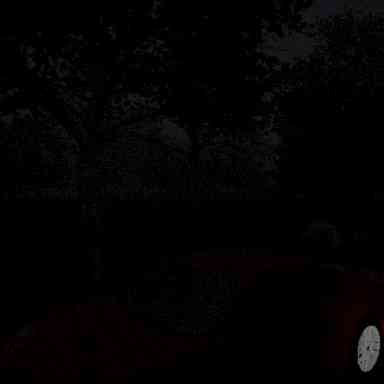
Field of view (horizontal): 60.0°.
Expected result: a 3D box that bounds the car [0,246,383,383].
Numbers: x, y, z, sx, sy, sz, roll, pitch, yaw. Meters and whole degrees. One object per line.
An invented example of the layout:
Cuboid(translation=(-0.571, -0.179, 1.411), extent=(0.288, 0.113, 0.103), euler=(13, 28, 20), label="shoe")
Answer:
Cuboid(translation=(0.456, 1.487, 3.998), extent=(5.008, 1.535, 1.882), euler=(0, 0, -35), label="car")
